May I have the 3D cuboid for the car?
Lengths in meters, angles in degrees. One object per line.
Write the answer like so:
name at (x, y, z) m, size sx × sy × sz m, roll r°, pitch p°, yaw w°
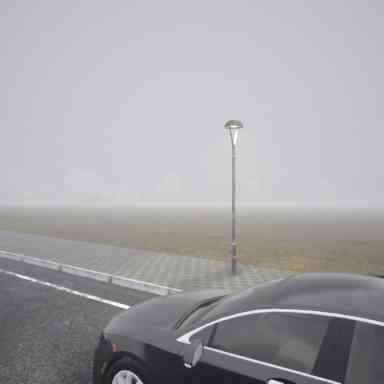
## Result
car at (1.164, 1.505, 2.878) m, size 4.892 × 1.490 × 1.837 m, roll 0°, pitch 0°, yaw 36°
